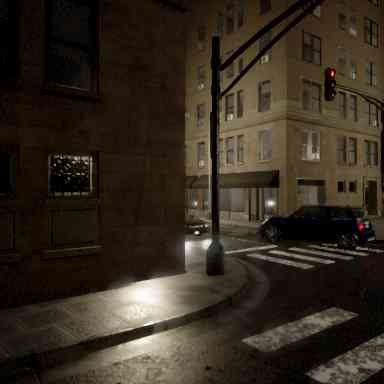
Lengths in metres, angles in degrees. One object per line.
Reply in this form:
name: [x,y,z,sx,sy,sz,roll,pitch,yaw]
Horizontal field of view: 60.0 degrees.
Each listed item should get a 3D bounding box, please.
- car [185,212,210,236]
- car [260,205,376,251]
car: [-1.318,1.515,17.734,2.033,1.411,5.357,0,0,-36]
car: [5.248,1.337,14.358,4.553,1.767,2.097,0,0,39]
